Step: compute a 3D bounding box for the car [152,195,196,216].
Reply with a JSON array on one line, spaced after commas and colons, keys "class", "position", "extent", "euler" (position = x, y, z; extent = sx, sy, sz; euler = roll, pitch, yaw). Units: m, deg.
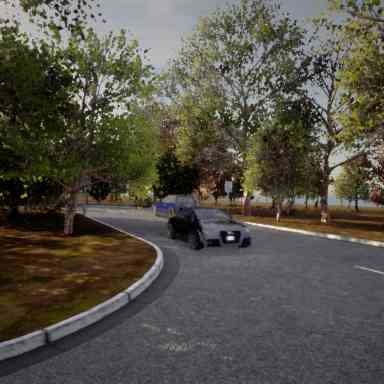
[{"class": "car", "position": [-1.229, 0.971, 23.967], "extent": [2.097, 1.767, 4.553], "euler": [1, 0, -28]}]

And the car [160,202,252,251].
[{"class": "car", "position": [0.487, 1.284, 12.639], "extent": [1.994, 1.385, 4.181], "euler": [1, 0, -23]}]
